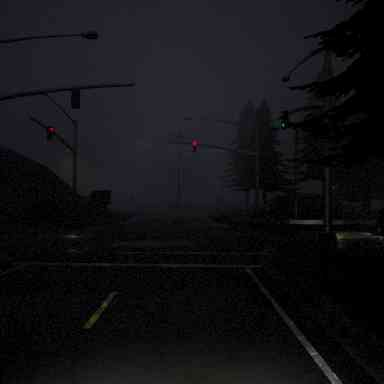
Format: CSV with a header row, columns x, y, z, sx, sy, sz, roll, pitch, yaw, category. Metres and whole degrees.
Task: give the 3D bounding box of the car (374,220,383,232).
x,y,z,sx,sy,sz,roll,pitch,yaw,category
14.210,1.867,21.210,4.553,1.767,2.097,0,-1,0,car
